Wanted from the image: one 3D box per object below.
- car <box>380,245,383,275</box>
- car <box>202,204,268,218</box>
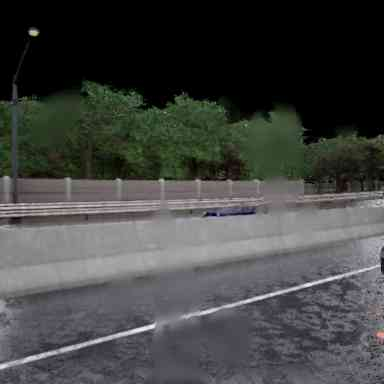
[{"bbox_3d":[6.637,1.472,8.405,4.892,1.490,1.837,-1,0,-35],"label":"car"},{"bbox_3d":[3.021,1.514,23.193,4.718,1.301,1.895,-1,0,-35],"label":"car"}]
